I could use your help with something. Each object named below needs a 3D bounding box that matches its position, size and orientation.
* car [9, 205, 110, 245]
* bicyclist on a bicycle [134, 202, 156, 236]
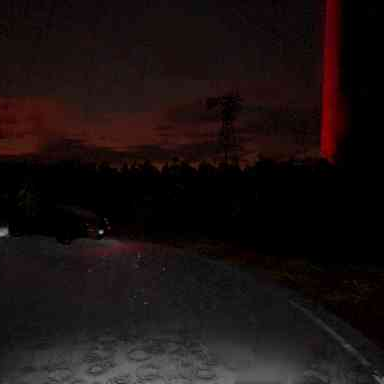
[{"bbox_3d":[-5.582,1.273,14.011,4.674,1.442,1.812,2,-1,27],"label":"car"},{"bbox_3d":[-2.252,1.319,16.191,0.582,1.620,1.656,2,1,33],"label":"bicyclist on a bicycle"}]
